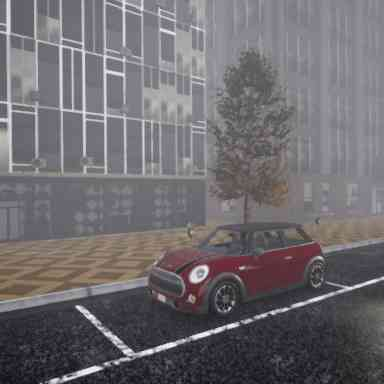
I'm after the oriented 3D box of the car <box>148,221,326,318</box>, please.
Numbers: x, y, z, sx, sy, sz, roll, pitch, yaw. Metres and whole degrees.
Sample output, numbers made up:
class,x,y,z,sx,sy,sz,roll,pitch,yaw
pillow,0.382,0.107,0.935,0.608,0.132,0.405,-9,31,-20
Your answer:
class,x,y,z,sx,sy,sz,roll,pitch,yaw
car,1.059,1.438,7.323,4.097,1.590,1.967,0,-1,-35
